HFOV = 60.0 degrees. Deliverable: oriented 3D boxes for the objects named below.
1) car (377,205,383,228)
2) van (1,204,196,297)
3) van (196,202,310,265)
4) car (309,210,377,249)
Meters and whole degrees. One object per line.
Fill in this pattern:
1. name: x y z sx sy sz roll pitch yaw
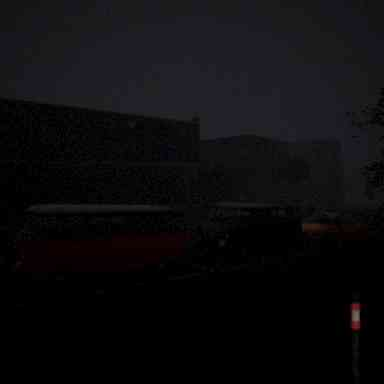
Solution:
1. car: 14.604 1.511 23.262 2.435 2.045 5.566 3 1 45
2. van: -2.342 1.307 8.561 4.442 1.987 1.878 1 1 -36
3. van: 2.085 1.349 11.980 4.442 1.987 1.878 2 1 -41
4. car: 6.308 1.621 15.529 5.366 1.575 1.946 1 1 -40
